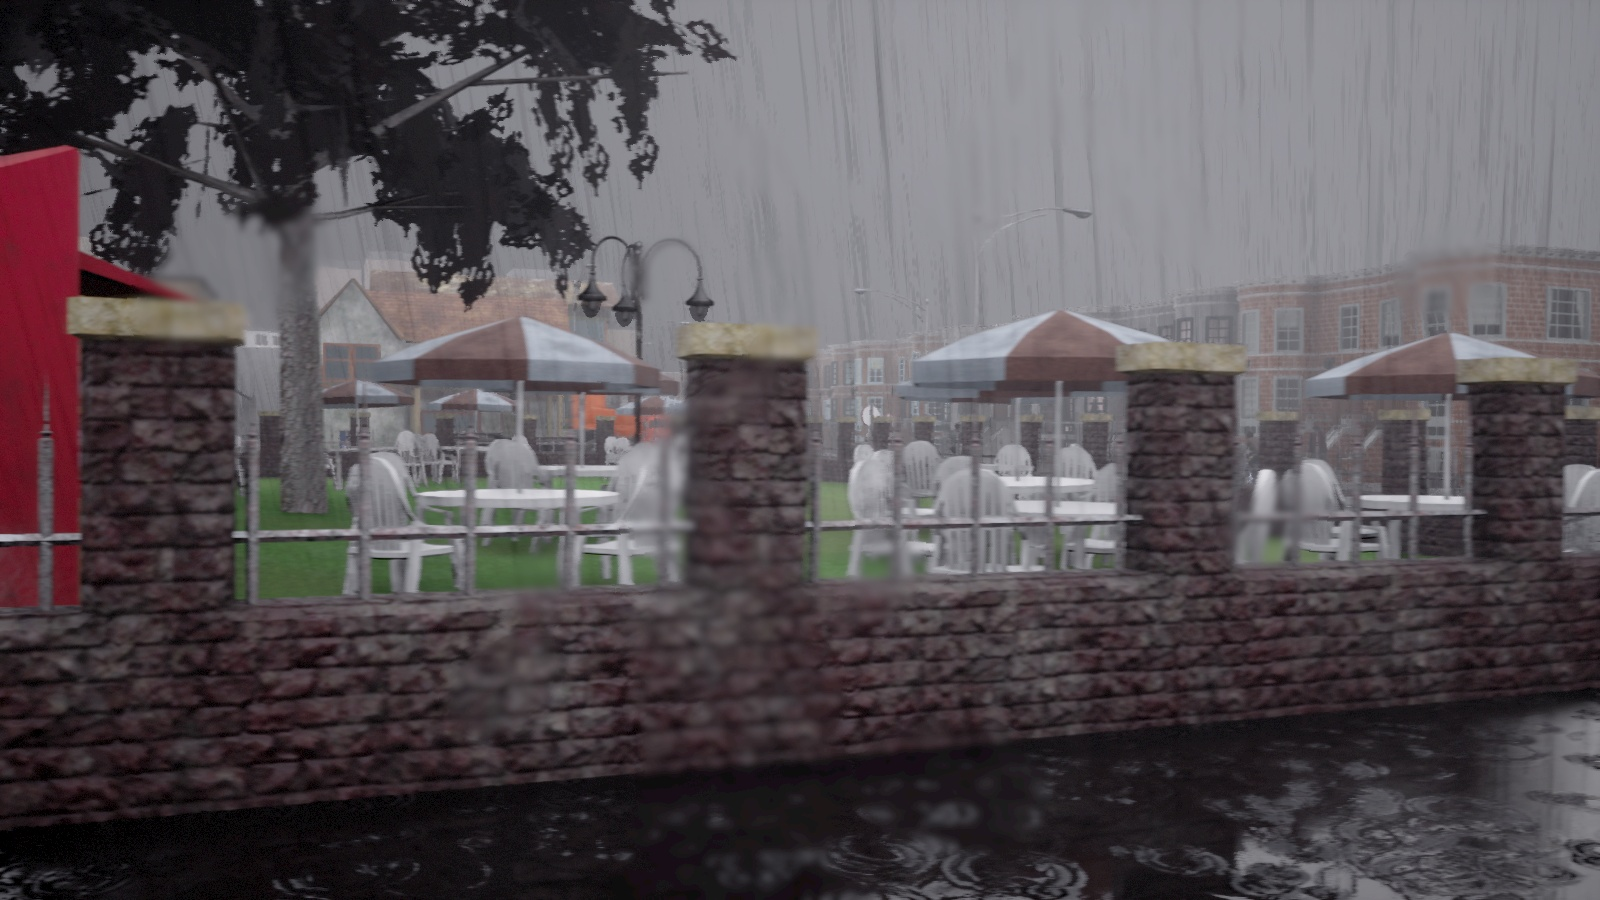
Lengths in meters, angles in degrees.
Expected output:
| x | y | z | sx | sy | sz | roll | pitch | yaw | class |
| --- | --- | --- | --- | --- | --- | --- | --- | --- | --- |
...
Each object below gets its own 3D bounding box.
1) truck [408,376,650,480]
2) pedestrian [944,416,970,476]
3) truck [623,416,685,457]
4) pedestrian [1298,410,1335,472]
| x | y | z | sx | sy | sz | roll | pitch | yaw | class |
| --- | --- | --- | --- | --- | --- | --- | --- | --- | --- |
| -9.541 | -0.801 | 44.257 | 7.936 | 3.462 | 2.891 | -1 | 1 | -21 | truck |
| 5.214 | -0.141 | 41.741 | 0.788 | 1.949 | 0.423 | -2 | 1 | -45 | pedestrian |
| -9.125 | -0.859 | 77.940 | 2.627 | 2.467 | 5.204 | -1 | 1 | -21 | truck |
| 15.691 | -0.283 | 38.147 | 0.634 | 1.844 | 0.899 | -1 | 1 | -14 | pedestrian |
